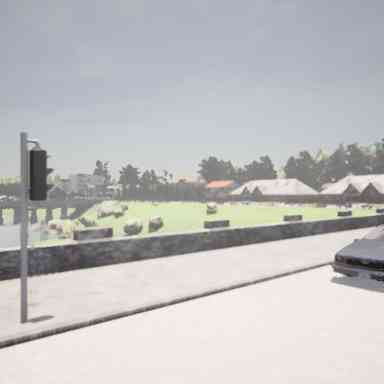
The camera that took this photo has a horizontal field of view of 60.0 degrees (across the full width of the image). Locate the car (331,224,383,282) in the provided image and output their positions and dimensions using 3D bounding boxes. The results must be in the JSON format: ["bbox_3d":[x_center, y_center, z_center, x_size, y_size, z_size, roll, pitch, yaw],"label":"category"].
[{"bbox_3d":[6.157,1.594,9.500,5.357,1.411,2.033,0,-1,-38],"label":"car"}]
